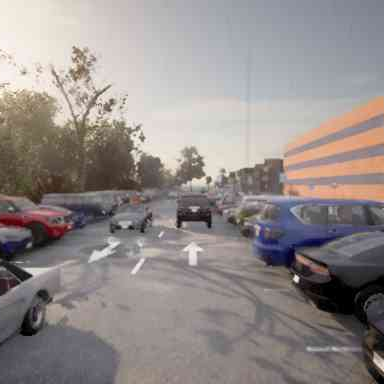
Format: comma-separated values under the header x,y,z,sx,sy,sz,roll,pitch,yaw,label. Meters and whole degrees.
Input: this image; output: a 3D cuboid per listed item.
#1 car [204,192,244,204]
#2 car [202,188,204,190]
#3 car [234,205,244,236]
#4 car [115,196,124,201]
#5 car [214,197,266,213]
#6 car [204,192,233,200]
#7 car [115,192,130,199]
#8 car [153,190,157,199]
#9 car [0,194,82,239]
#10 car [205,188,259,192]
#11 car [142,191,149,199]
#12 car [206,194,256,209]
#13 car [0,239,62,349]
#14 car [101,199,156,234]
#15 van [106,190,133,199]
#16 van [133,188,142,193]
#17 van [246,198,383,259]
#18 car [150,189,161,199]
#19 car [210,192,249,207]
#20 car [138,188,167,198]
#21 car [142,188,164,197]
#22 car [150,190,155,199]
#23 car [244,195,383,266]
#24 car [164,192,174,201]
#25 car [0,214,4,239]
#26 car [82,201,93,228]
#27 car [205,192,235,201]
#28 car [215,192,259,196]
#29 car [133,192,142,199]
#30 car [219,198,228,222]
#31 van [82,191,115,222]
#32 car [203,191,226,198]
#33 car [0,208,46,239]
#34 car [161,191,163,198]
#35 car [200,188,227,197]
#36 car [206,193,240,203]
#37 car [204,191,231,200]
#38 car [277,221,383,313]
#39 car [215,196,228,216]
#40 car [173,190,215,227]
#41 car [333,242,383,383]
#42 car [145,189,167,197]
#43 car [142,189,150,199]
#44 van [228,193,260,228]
x,y,z,sx,sy,sz,roll,pitch,yaw,label
4.306,0.868,45.794,5.366,1.575,1.946,0,1,0,car
0.174,0.763,44.783,2.097,1.767,4.553,0,1,0,car
4.435,1.476,14.694,4.674,1.452,2.002,0,0,0,car
-8.146,1.307,25.986,4.792,1.488,2.163,0,1,0,car
4.465,1.202,31.668,4.674,1.452,2.002,0,1,0,car
4.509,0.678,57.094,4.674,1.452,2.002,0,1,0,car
-8.077,1.096,28.680,4.553,1.767,2.185,0,1,0,car
-8.076,0.814,48.443,5.008,1.535,2.097,0,1,0,car
-8.110,1.183,14.543,5.566,2.045,2.435,0,0,0,car
4.444,0.853,34.487,5.566,2.045,2.435,0,1,0,car
-8.092,0.988,39.974,5.008,1.535,2.097,0,1,0,car
4.292,1.043,37.318,5.366,1.575,1.946,0,1,0,car
-3.345,1.588,3.920,1.895,1.301,4.718,0,0,0,car
-3.299,1.419,18.830,2.128,1.511,4.902,0,1,0,car
-8.220,0.935,31.624,4.442,1.987,1.878,0,1,0,van
-8.207,0.818,37.273,4.442,1.987,1.878,0,1,0,van
4.317,1.219,11.868,4.442,1.987,1.878,0,0,0,van
-8.057,0.694,54.214,5.008,1.535,2.097,0,1,0,car
4.451,0.862,40.140,4.553,1.767,2.185,0,1,0,car
-8.014,0.149,68.199,5.566,2.045,2.435,0,1,0,car
-8.048,0.579,59.860,4.892,1.521,2.231,0,1,0,car
-8.072,0.872,45.620,5.008,1.535,2.097,0,1,0,car
4.456,1.202,9.042,5.566,2.045,2.435,0,0,0,car
-3.215,0.686,56.906,1.812,1.442,4.674,0,1,1,car
-8.119,1.481,8.897,4.792,1.488,2.163,0,0,0,car
-8.127,1.422,17.379,5.008,1.535,2.097,0,0,0,car
4.536,0.725,54.269,4.792,1.488,2.163,0,1,0,car
4.431,1.095,28.840,4.553,1.767,2.185,0,1,0,car
-8.103,1.104,34.453,4.892,1.521,2.231,0,1,0,car
4.455,1.377,23.193,4.674,1.452,2.002,0,1,0,car
-8.001,1.110,23.154,4.442,1.987,1.878,0,1,0,van
4.534,0.438,68.396,4.674,1.452,2.002,0,1,0,car
-8.114,1.472,11.720,4.792,1.488,2.163,0,0,0,car
-8.052,0.636,57.037,5.008,1.535,2.097,0,1,0,car
4.564,0.085,71.214,5.566,2.045,2.435,0,1,0,car
4.499,0.853,48.619,4.674,1.452,2.002,0,1,0,car
4.519,0.619,59.920,4.674,1.452,2.002,0,1,0,car
4.418,1.462,6.217,5.008,1.535,2.097,0,0,0,car
4.463,1.279,26.017,5.008,1.535,2.097,0,1,0,car
0.135,1.104,21.994,2.150,2.045,5.566,0,1,0,car
4.424,1.470,3.392,5.008,1.535,2.097,0,0,0,car
-7.970,0.139,73.981,4.553,1.767,2.185,0,1,0,car
-8.112,0.805,42.795,4.553,1.767,2.185,0,1,0,car
4.326,1.199,17.399,4.442,1.987,1.878,0,0,0,van
